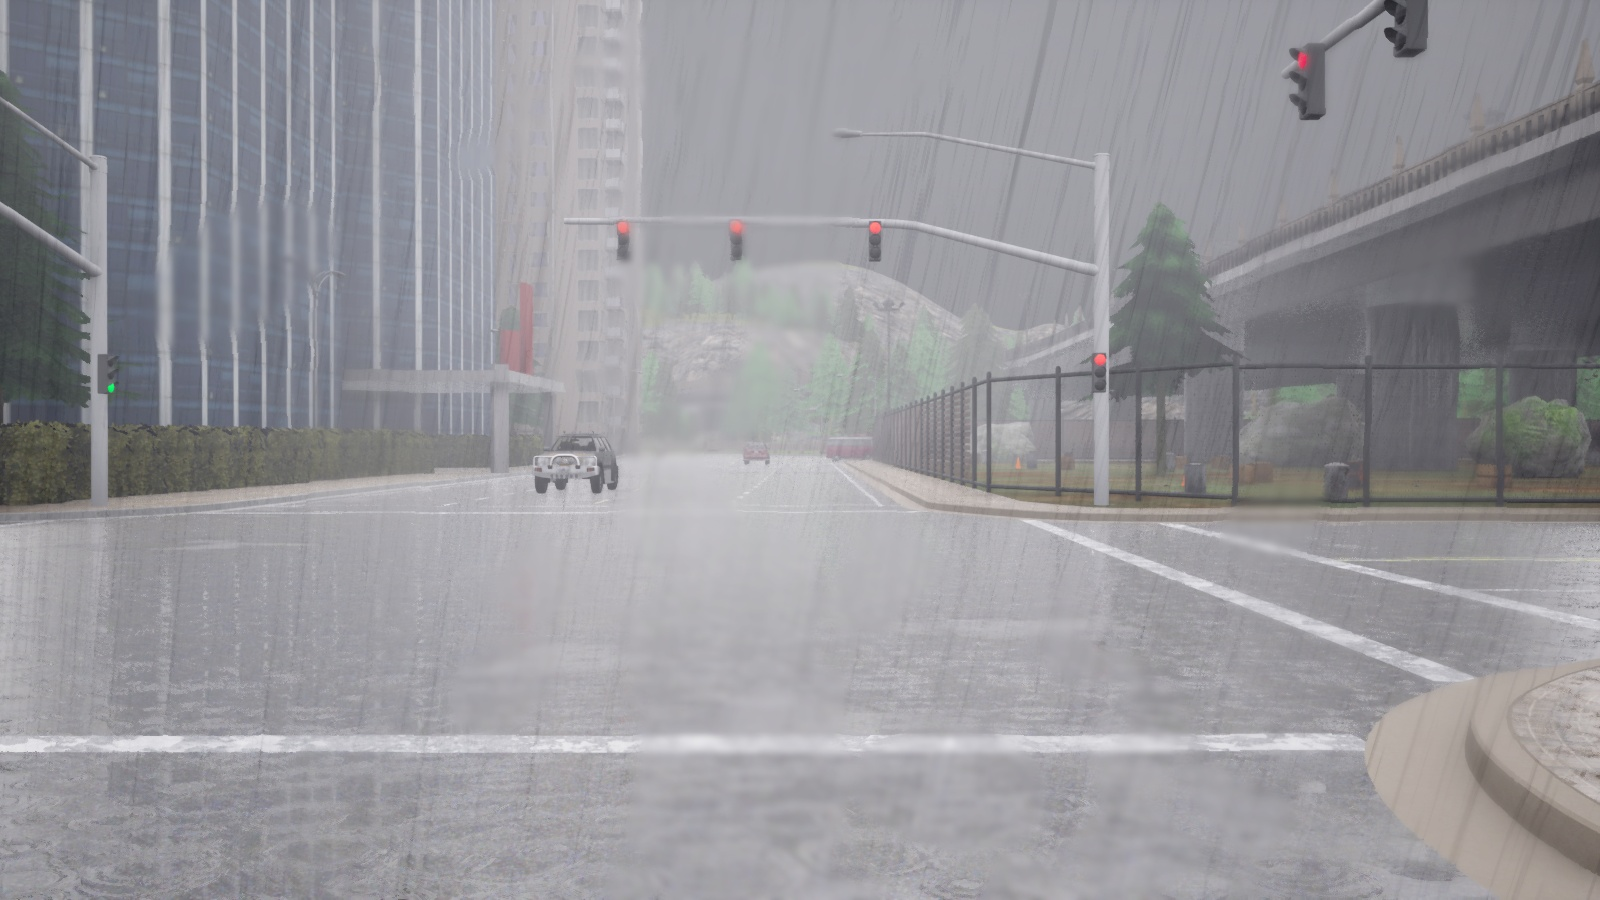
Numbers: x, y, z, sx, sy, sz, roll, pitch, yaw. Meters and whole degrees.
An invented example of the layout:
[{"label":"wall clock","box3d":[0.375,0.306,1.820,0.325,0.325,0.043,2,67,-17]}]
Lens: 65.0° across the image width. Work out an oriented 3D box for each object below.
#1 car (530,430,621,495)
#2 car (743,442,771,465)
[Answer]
[{"label":"car","box3d":[-6.765,0.341,38.320,1.932,1.855,4.605,0,0,0]},{"label":"car","box3d":[-2.986,0.228,87.571,1.789,1.549,3.705,0,0,0]}]
